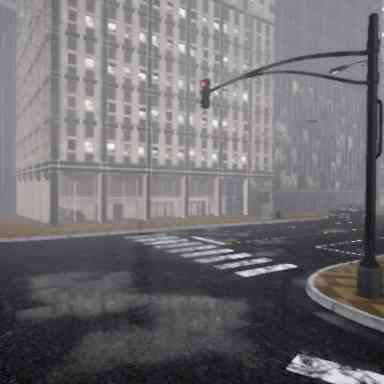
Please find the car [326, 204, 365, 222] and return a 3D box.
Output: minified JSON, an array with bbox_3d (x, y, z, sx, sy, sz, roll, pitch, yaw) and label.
[{"bbox_3d":[13.263,1.717,28.308,4.403,1.369,2.008,0,1,-34],"label":"car"}]
